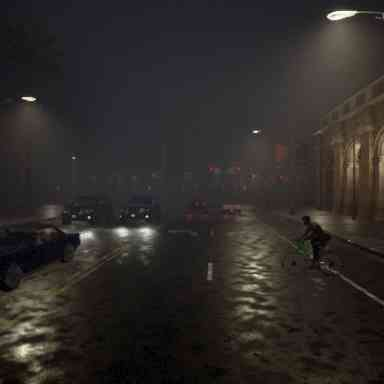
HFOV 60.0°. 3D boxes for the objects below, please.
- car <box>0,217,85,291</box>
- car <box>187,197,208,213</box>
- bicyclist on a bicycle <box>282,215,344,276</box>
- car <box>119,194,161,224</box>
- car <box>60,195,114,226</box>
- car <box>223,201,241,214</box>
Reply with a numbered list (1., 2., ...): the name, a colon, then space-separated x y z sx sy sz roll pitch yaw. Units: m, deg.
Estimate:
1. car: -4.846 1.601 9.145 1.895 1.301 4.718 0 0 4
2. car: 0.692 1.352 36.373 2.097 1.767 4.553 0 0 4
3. bicyclist on a bicycle: 3.218 1.449 8.880 1.656 1.620 0.582 0 0 3
4. car: -3.746 1.220 25.008 2.150 2.045 5.566 0 0 4
5. car: -7.341 1.225 23.955 2.150 2.045 5.566 0 0 4
6. car: 4.261 1.601 36.019 1.895 1.301 4.718 0 0 5
